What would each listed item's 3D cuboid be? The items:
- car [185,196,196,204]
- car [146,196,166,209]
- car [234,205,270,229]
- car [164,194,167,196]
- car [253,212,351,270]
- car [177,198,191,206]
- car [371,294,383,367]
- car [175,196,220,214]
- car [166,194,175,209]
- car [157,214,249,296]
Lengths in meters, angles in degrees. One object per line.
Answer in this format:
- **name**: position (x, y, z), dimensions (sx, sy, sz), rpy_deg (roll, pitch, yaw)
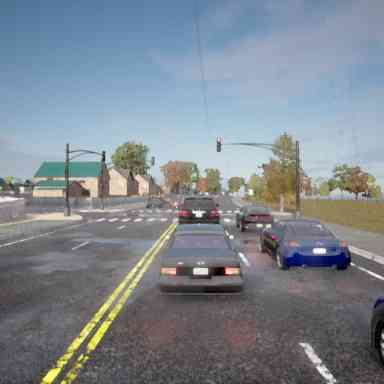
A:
- **car**: position (-0.308, 1.649, 68.622), dimensions (1.812, 1.442, 4.674), rpy_deg (0, 0, 5)
- **car**: position (-5.139, 1.632, 46.662), dimensions (1.994, 1.385, 4.181), rpy_deg (0, 0, 4)
- **car**: position (3.681, 1.519, 19.931), dimensions (1.837, 1.490, 4.892), rpy_deg (0, 0, 3)
- **car**: position (-4.199, 1.324, 61.110), dimensions (2.150, 2.045, 5.566), rpy_deg (0, 0, 5)
- **car**: position (3.496, 1.569, 11.038), dimensions (1.994, 1.385, 4.181), rpy_deg (0, 0, 1)
- **car**: position (-1.287, 1.688, 56.295), dimensions (1.895, 1.301, 4.718), rpy_deg (0, 0, 4)
- **car**: position (3.383, 1.353, 2.518), dimensions (2.097, 1.767, 4.553), rpy_deg (0, 0, 0)
- **car**: position (0.414, 1.236, 19.074), dimensions (2.150, 2.045, 5.566), rpy_deg (0, 0, 1)
- **car**: position (-1.907, 1.417, 46.330), dimensions (2.097, 1.767, 4.553), rpy_deg (0, 0, 3)
- **car**: position (0.201, 1.552, 8.827), dimensions (2.033, 1.411, 5.357), rpy_deg (0, 0, 1)
